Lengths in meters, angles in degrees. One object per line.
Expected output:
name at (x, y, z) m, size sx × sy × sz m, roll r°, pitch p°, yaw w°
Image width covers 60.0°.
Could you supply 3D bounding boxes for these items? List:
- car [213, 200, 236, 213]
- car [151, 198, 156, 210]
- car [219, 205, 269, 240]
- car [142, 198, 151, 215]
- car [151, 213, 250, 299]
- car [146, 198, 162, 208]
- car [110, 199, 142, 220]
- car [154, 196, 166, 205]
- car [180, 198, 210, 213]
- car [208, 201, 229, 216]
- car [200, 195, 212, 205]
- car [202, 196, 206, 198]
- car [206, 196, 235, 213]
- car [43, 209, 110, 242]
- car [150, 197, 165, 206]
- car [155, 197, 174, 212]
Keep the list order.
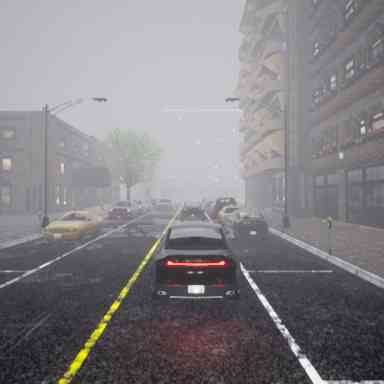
car at (2.658, 1.529, 22.522) m, size 1.752 × 1.417 × 4.829 m, roll 1°, pitch 0°, yaw 0°
car at (-5.723, 1.591, 39.337) m, size 1.802 × 1.307 × 4.206 m, roll 1°, pitch 0°, yaw 0°
car at (2.670, 1.553, 16.665) m, size 2.008 × 1.369 × 4.403 m, roll 1°, pitch 0°, yaw 0°
car at (-5.710, 1.447, 33.651) m, size 1.967 × 1.590 × 4.097 m, roll 1°, pitch 0°, yaw 0°
car at (0.081, 1.506, 8.421) m, size 1.837 × 1.490 × 4.892 m, roll 0°, pitch 0°, yaw 0°
car at (-5.746, 1.580, 50.710) m, size 1.947 × 1.339 × 4.313 m, roll 1°, pitch 0°, yaw 0°
car at (-5.698, 1.445, 27.963) m, size 1.967 × 1.590 × 4.097 m, roll 1°, pitch 0°, yaw 0°
car at (-5.938, 1.547, 61.914) m, size 1.752 × 1.417 × 4.829 m, roll 1°, pitch 0°, yaw 0°
car at (0.046, 1.496, 26.359) m, size 2.128 × 1.511 × 4.902 m, roll 0°, pitch 0°, yaw 0°
car at (2.635, 1.588, 33.726) m, size 1.802 × 1.307 × 4.206 m, roll 1°, pitch 0°, yaw 0°
car at (2.627, 1.461, 62.156) m, size 1.967 × 1.590 × 4.097 m, roll 1°, pitch 0°, yaw 0°
car at (2.612, 1.577, 45.099) m, size 1.947 × 1.339 × 4.313 m, roll 1°, pitch 0°, yaw 0°
car at (2.651, 1.320, 28.039) m, size 2.192 × 1.841 × 5.009 m, roll 1°, pitch 0°, yaw 0°
car at (-5.676, 1.527, 16.421) m, size 1.752 × 1.417 × 4.829 m, roll 1°, pitch 0°, yaw 0°
car at (-5.757, 1.568, 56.398) m, size 2.008 × 1.369 × 4.403 m, roll 1°, pitch 0°, yaw 0°
car at (-3.150, 1.486, 39.783) m, size 1.882 × 1.535 × 5.008 m, roll 0°, pitch 0°, yaw 0°
